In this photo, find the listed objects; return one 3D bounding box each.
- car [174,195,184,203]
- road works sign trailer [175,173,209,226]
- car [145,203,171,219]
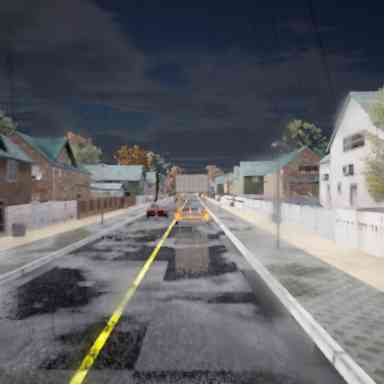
[{"bbox_3d":[-2.744,1.452,70.235,1.837,1.490,4.892,0,0,0],"label":"car"},{"bbox_3d":[0.003,0.462,23.138,2.380,3.560,2.880,0,0,0],"label":"road works sign trailer"},{"bbox_3d":[-2.845,1.596,28.724,1.895,1.301,4.718,0,0,0],"label":"car"}]
